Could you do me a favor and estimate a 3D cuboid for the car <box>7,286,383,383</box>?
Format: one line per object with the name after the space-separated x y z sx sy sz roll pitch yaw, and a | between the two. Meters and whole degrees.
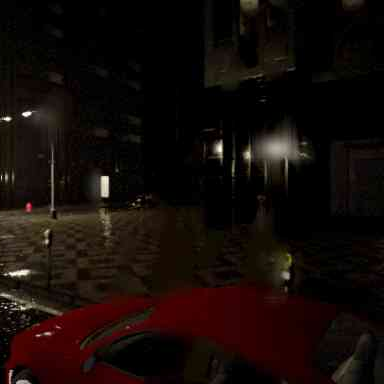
0.204 1.539 2.812 4.507 1.381 1.887 0 0 34 | car

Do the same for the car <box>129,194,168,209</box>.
-4.477 0.980 35.284 2.128 1.511 4.902 0 1 34 | car
